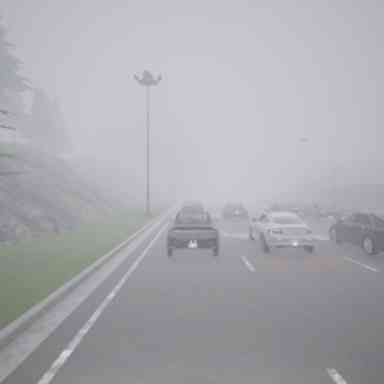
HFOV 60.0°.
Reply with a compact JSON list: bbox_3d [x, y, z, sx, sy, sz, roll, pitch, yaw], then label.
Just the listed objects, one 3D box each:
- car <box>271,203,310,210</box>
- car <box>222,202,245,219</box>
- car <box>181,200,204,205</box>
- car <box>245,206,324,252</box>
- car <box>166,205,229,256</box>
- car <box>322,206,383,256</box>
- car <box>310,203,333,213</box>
[{"bbox_3d":[7.030,1.538,25.874,2.033,1.411,5.357,0,0,1],"label":"car"},{"bbox_3d":[3.556,1.554,28.202,1.994,1.385,4.181,0,0,0],"label":"car"},{"bbox_3d":[0.063,1.466,29.243,1.882,1.535,5.008,0,0,0],"label":"car"},{"bbox_3d":[3.555,1.520,13.712,1.812,1.442,4.674,0,0,0],"label":"car"},{"bbox_3d":[0.050,1.487,13.051,2.128,1.511,4.902,0,0,1],"label":"car"},{"bbox_3d":[7.050,1.500,12.954,1.837,1.490,4.892,0,0,1],"label":"car"},{"bbox_3d":[10.548,1.590,27.434,1.895,1.301,4.718,0,0,1],"label":"car"}]
